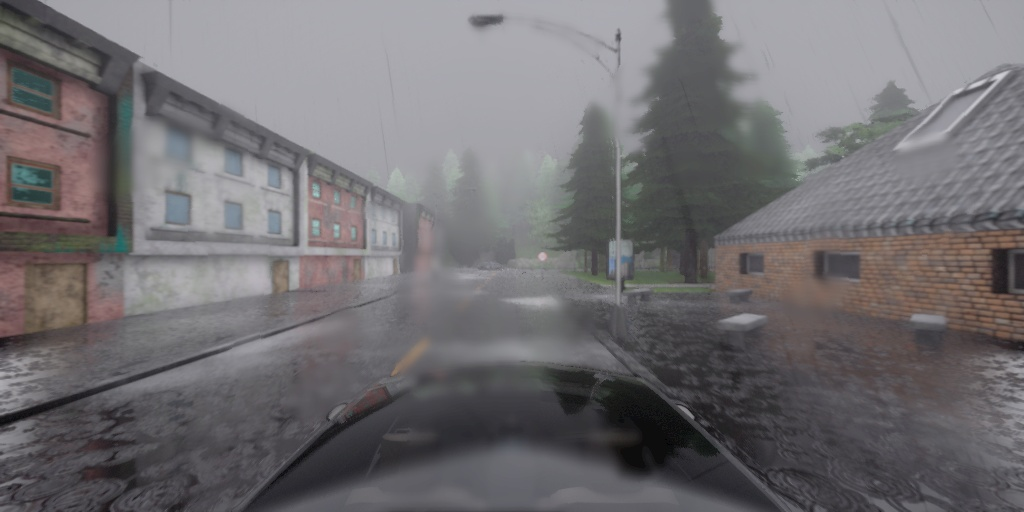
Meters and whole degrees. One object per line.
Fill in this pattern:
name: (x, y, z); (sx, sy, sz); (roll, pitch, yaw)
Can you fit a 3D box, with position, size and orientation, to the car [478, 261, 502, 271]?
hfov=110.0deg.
car: (-3.123, 1.416, 50.683); (1.994, 1.385, 4.181); (0, 0, 26)
